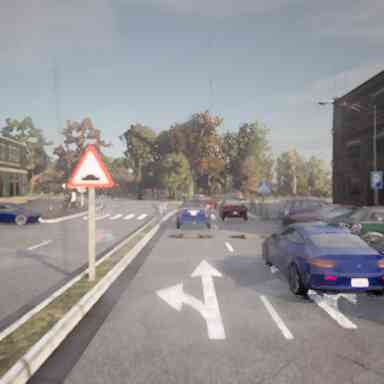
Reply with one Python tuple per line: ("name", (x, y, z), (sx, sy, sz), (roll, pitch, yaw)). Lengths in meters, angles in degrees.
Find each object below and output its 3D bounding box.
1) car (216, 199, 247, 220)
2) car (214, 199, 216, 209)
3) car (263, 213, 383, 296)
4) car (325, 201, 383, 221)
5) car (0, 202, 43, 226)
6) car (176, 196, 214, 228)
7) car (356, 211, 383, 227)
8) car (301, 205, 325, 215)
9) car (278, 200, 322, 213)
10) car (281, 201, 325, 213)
("car", (3.163, 1.336, 26.237), (1.882, 1.535, 5.008), (0, 0, 2))
("car", (1.672, 1.236, 37.566), (1.882, 1.535, 5.008), (0, 1, 14))
("car", (3.097, 1.498, 8.445), (1.812, 1.442, 4.674), (0, 0, 0))
("car", (7.604, 1.311, 12.021), (4.553, 1.767, 2.185), (0, 0, 0))
("car", (-12.490, 1.406, 22.132), (4.792, 1.488, 2.163), (0, 1, 0))
("car", (0.101, 1.249, 21.363), (2.097, 1.767, 4.553), (0, 0, 0))
("car", (7.643, 1.451, 9.259), (4.892, 1.521, 2.231), (0, 0, 0))
("car", (7.632, 1.461, 14.779), (4.674, 1.452, 2.002), (0, 0, 0))
("car", (7.602, 1.260, 20.296), (4.553, 1.767, 2.185), (0, 0, 0))
("car", (7.639, 1.406, 17.535), (5.008, 1.535, 2.097), (0, 0, 0))
